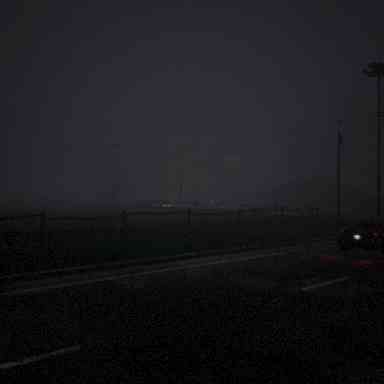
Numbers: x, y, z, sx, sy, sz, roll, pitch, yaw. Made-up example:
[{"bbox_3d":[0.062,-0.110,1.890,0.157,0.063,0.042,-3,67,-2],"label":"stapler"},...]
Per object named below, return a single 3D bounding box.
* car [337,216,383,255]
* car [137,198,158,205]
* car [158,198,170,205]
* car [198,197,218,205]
[{"bbox_3d":[7.930,1.702,13.843,4.181,1.385,1.994,1,0,-35],"label":"car"},{"bbox_3d":[-9.105,1.857,65.471,1.994,1.385,4.181,1,0,-36],"label":"car"},{"bbox_3d":[-6.283,1.890,67.541,1.994,1.385,4.181,1,0,-36],"label":"car"},{"bbox_3d":[3.221,1.747,66.365,2.097,1.767,4.553,1,0,-36],"label":"car"}]
